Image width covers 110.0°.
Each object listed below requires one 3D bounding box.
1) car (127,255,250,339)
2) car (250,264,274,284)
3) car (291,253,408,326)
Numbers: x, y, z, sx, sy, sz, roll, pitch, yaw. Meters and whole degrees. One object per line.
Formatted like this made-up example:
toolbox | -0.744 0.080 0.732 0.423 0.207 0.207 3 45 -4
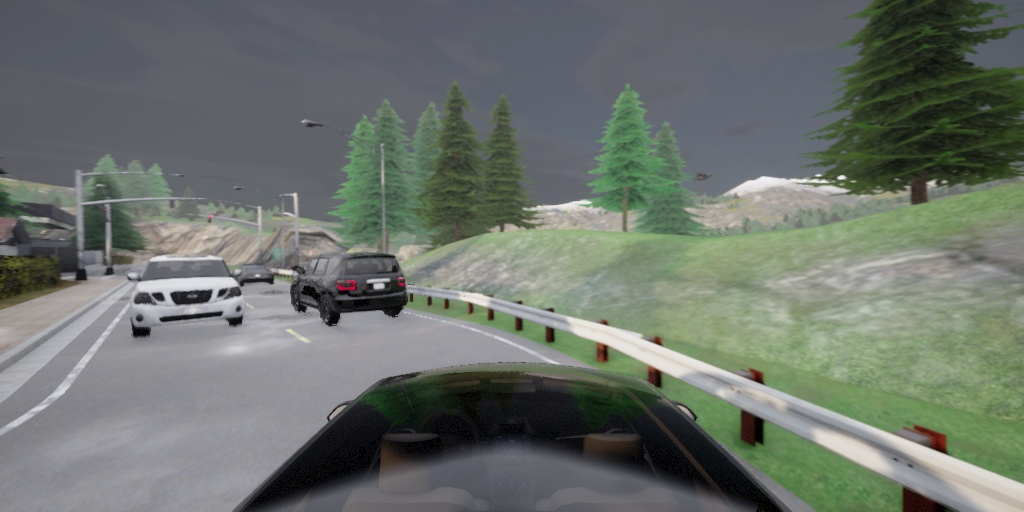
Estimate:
car | -9.693 0.983 10.761 2.150 2.045 5.566 -1 1 -43
car | -17.828 1.243 24.609 1.994 1.385 4.181 -1 1 -44
car | -5.514 0.919 11.843 2.150 2.045 5.566 -1 1 -44
